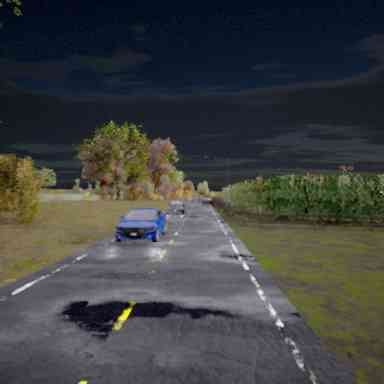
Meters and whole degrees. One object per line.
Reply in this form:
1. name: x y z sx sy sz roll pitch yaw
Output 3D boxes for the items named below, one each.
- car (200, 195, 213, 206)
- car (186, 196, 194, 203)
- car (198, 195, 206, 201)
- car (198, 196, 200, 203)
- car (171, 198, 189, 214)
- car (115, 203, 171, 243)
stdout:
1. car: 2.764 1.733 59.020 1.882 1.535 5.008 1 0 2
2. car: -0.490 1.639 73.694 2.128 1.511 4.902 1 0 2
3. car: 2.799 1.600 90.756 2.097 1.767 4.553 1 0 2
4. car: 2.363 1.670 76.949 2.128 1.511 4.902 1 0 2
5. car: -1.651 1.655 36.671 1.812 1.442 4.674 1 0 2
6. car: -2.376 1.517 16.500 1.882 1.535 5.008 1 0 2
